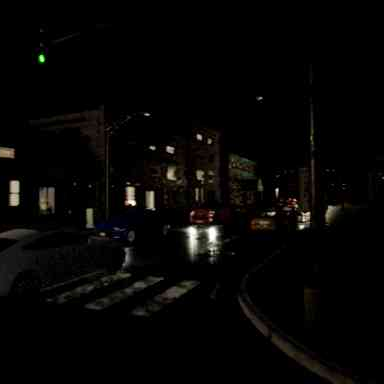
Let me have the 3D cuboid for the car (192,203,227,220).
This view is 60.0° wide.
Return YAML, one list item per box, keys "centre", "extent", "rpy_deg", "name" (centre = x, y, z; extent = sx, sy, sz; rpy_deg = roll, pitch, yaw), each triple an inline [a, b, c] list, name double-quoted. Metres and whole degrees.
- centre: [1.877, 1.890, 33.035]
  extent: [1.752, 1.417, 4.829]
  rpy_deg: [-1, -1, 26]
  name: "car"

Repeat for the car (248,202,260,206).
- centre: [9.125, 2.111, 48.157]
  extent: [1.802, 1.307, 4.206]
  rpy_deg: [-1, -1, 26]
  name: "car"

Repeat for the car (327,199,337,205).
- centre: [33.296, 2.302, 79.180]
  extent: [1.887, 1.381, 4.507]
  rpy_deg: [-1, -1, 26]
  name: "car"

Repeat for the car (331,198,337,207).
- centre: [26.246, 1.908, 64.494]
  extent: [2.192, 1.841, 5.009]
  rpy_deg: [-1, -1, 26]
  name: "car"

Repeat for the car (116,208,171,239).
- centre: [-2.922, 1.634, 17.053]
  extent: [1.882, 1.535, 5.008]
  rpy_deg: [-1, -1, 25]
  name: "car"

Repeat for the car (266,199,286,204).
- centre: [11.409, 2.041, 46.741]
  extent: [1.994, 1.385, 4.181]
  rpy_deg: [-1, -1, 26]
  name: "car"

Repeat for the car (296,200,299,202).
- centre: [23.474, 2.300, 78.093]
  extent: [1.967, 1.590, 4.097]
  rpy_deg: [-1, -1, 26]
  name: "car"

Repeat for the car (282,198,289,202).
- centre: [16.298, 2.008, 63.127]
  extent: [2.192, 1.841, 5.009]
  rpy_deg: [-1, -1, 26]
  name: "car"

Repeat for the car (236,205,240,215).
- centre: [4.342, 2.003, 38.177]
  extent: [1.802, 1.307, 4.206]
  rpy_deg: [-1, -1, 26]
  name: "car"

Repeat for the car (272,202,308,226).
- centre: [7.114, 1.708, 24.578]
  extent: [2.008, 1.369, 4.403]
  rpy_deg: [-1, -1, 26]
  name: "car"

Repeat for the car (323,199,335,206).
- centre: [28.638, 2.215, 69.480]
  extent: [1.947, 1.339, 4.313]
  rpy_deg: [-1, -1, 26]
  name: "car"

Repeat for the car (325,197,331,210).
- centre: [19.072, 1.868, 49.525]
  extent: [1.967, 1.590, 4.097]
  rpy_deg: [-1, -1, 26]
  name: "car"

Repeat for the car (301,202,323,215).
- centre: [14.289, 1.870, 39.545]
  extent: [2.008, 1.369, 4.403]
  rpy_deg: [-1, -1, 26]
  name: "car"

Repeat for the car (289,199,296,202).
- centre: [21.082, 2.386, 73.102]
  extent: [1.802, 1.307, 4.206]
  rpy_deg: [-1, -1, 26]
  name: "car"

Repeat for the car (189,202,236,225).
- centre: [1.538, 1.610, 26.362]
  extent: [2.097, 1.767, 4.553]
  rpy_deg: [-1, -1, 26]
  name: "car"

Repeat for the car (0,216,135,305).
- centre: [-3.626, 1.588, 8.378]
  extent: [1.812, 1.442, 4.674]
  rpy_deg: [-1, 0, 26]
  name: "car"

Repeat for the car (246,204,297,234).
- centre: [4.796, 1.631, 19.742]
  extent: [1.752, 1.417, 4.829]
  rpy_deg: [-1, -1, 26]
  name: "car"
